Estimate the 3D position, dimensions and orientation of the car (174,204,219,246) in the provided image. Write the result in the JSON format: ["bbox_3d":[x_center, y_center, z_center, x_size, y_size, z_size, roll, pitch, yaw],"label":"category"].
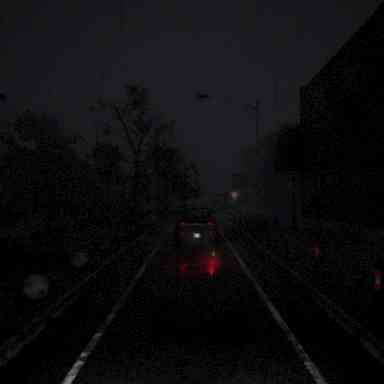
[{"bbox_3d":[0.204,1.510,15.377,2.128,1.511,4.902,0,-1,0],"label":"car"}]

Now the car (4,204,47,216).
[{"bbox_3d":[-20.007,2.160,40.443,4.902,1.511,2.128,2,-2,-36],"label":"car"}]
